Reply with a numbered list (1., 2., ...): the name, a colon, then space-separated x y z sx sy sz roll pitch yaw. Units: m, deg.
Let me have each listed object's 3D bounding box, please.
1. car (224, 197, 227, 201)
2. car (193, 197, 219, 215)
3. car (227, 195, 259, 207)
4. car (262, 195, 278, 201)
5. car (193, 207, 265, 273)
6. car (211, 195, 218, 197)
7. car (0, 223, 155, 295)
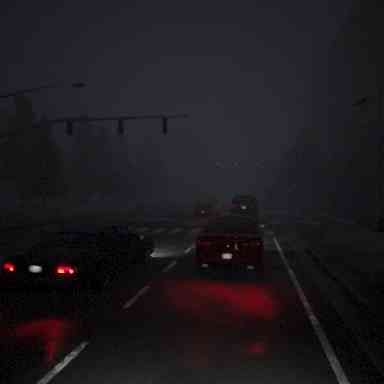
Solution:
1. car: 9.786 1.529 83.837 1.812 1.442 4.674 0 0 29
2. car: 1.345 1.506 30.587 1.882 1.535 5.008 0 0 10
3. car: 4.346 1.262 27.499 2.150 2.045 5.566 0 0 10
4. car: 19.526 1.483 85.586 1.882 1.535 5.008 0 0 40
5. car: 1.334 1.478 10.849 1.882 1.535 5.008 0 0 10
6. car: 4.557 1.504 68.714 1.837 1.490 4.892 0 0 10
7. car: -2.579 1.547 8.928 2.033 1.411 5.357 0 0 11
